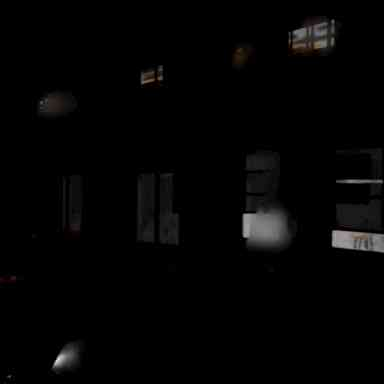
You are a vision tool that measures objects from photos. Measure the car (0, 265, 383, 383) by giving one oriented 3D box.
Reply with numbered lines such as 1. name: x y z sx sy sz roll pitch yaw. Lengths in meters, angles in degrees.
1. car: -0.115 1.556 2.751 4.313 1.339 1.947 0 1 36

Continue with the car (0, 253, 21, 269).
1. car: -4.726 1.501 6.040 4.507 1.381 1.887 0 1 36
